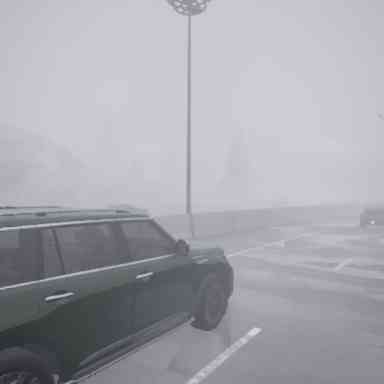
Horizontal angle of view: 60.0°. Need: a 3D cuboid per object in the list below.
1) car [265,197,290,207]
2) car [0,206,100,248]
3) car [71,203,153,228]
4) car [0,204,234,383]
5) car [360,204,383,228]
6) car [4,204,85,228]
[{"bbox_3d":[13.347,1.508,51.531,4.674,1.442,1.812,0,0,-39],"label":"car"},{"bbox_3d":[-6.788,1.491,15.476,1.812,1.442,4.674,0,0,37],"label":"car"},{"bbox_3d":[-5.372,1.519,23.061,2.033,1.411,5.357,0,0,39],"label":"car"},{"bbox_3d":[-1.492,1.213,4.527,2.150,2.045,5.566,0,0,35],"label":"car"},{"bbox_3d":[12.672,1.568,22.063,1.837,1.490,4.892,0,0,43],"label":"car"},{"bbox_3d":[-9.982,1.550,22.851,1.895,1.301,4.718,0,0,38],"label":"car"}]
